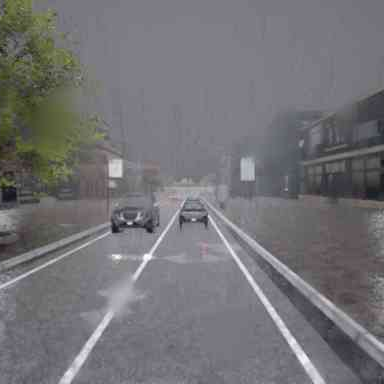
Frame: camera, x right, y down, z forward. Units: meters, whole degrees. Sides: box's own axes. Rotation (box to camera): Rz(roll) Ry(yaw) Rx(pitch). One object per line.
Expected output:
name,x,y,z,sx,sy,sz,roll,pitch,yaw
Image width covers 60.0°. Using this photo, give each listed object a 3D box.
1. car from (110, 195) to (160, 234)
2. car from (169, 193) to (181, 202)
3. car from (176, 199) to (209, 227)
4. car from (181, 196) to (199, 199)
car,-3.098,1.186,19.304,2.150,2.045,5.566,0,0,0
car,-3.022,0.910,60.953,2.097,1.767,4.553,0,1,0
car,0.102,1.442,22.476,2.128,1.511,4.902,0,0,0
car,0.105,1.288,40.786,2.128,1.511,4.902,0,1,0
